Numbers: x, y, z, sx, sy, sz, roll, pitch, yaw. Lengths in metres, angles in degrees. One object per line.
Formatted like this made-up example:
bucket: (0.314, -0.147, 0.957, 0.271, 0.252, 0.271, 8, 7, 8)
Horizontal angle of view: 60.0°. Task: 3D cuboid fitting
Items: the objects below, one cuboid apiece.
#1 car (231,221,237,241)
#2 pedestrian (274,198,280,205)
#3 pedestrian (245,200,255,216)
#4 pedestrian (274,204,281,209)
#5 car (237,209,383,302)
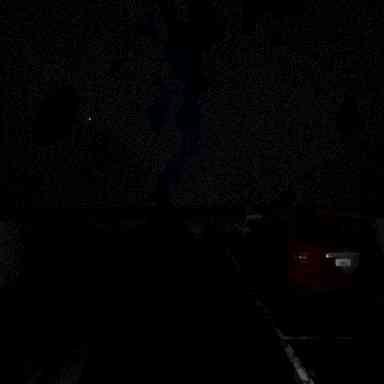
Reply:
car: (2.633, 1.523, 13.902, 1.752, 1.417, 4.829, 0, 0, 0)
pedestrian: (4.583, 1.139, 17.764, 0.375, 1.860, 0.375, 0, 0, 0)
pedestrian: (3.214, 1.290, 18.364, 0.375, 1.860, 0.375, 0, 0, 0)
pedestrian: (4.543, 1.418, 17.102, 0.375, 1.300, 0.375, 0, 0, 0)
car: (2.634, 1.313, 8.186, 2.192, 1.841, 5.009, 0, 0, 0)
